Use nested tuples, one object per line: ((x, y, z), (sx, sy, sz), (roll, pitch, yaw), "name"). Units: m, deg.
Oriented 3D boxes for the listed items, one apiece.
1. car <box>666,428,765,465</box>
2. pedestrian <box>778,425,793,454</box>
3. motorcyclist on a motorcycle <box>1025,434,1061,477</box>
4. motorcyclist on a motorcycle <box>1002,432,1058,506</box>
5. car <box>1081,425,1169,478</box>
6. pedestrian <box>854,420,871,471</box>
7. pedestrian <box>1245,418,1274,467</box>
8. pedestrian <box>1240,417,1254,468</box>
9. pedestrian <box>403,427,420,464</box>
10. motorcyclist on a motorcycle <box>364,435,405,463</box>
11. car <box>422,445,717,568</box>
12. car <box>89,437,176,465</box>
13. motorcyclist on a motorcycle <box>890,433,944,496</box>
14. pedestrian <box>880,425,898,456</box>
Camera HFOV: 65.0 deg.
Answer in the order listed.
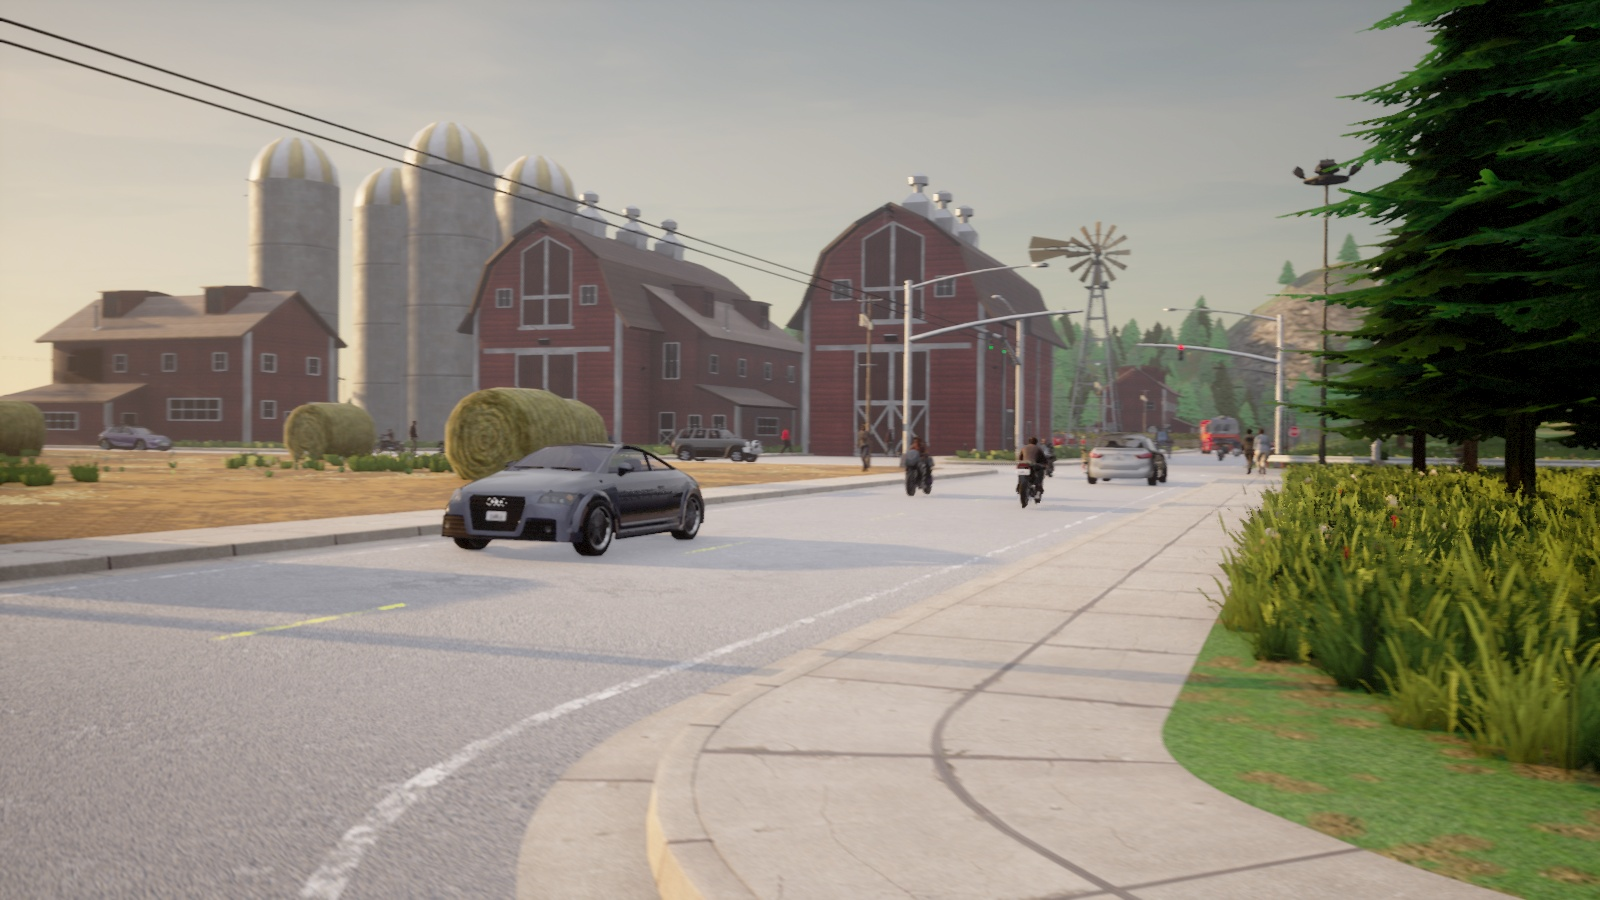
((-4.252, -0.176, 63.440), (4.605, 1.855, 1.932), (0, 1, 21), "car")
((-0.929, -0.654, 78.567), (0.899, 1.844, 0.634), (0, 1, -1), "pedestrian")
((8.971, 0.177, 46.289), (0.866, 1.530, 2.191), (0, 1, 23), "motorcyclist on a motorcycle")
((4.998, 0.383, 27.154), (0.797, 1.523, 2.044), (0, 1, 22), "motorcyclist on a motorcycle")
((10.894, 0.024, 41.859), (2.242, 1.667, 4.611), (0, 1, 22), "car")
((2.252, -0.160, 45.074), (0.328, 1.805, 0.869), (0, 1, 22), "pedestrian")
((17.456, -0.286, 47.743), (0.874, 1.855, 0.900), (0, 1, 8), "pedestrian")
((17.317, -0.295, 48.643), (0.396, 1.930, 0.692), (0, 1, 30), "pedestrian")
((-19.707, -0.229, 63.665), (0.703, 1.840, 0.431), (0, 1, 5), "pedestrian")
((-24.842, -0.085, 75.013), (2.350, 1.649, 0.766), (0, 1, 21), "motorcyclist on a motorcycle")
((-2.906, 0.649, 16.865), (1.994, 1.385, 4.181), (0, 1, 21), "car")
((-41.176, 0.055, 77.484), (4.856, 1.649, 2.033), (0, 1, 21), "car")
((2.942, 0.348, 31.430), (0.797, 1.523, 2.044), (0, 1, 22), "motorcyclist on a motorcycle")
((5.444, -0.583, 77.126), (0.899, 1.844, 0.634), (0, 1, 34), "pedestrian")
